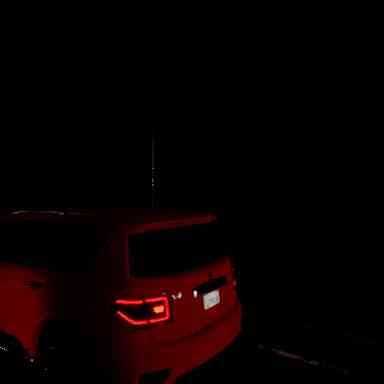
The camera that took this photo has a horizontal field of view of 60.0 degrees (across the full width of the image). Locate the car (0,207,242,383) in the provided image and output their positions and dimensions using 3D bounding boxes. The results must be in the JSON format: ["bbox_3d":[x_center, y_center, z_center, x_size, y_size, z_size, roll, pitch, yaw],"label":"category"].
[{"bbox_3d":[-1.971,1.254,5.091,5.566,2.045,2.150,-1,0,36],"label":"car"}]
